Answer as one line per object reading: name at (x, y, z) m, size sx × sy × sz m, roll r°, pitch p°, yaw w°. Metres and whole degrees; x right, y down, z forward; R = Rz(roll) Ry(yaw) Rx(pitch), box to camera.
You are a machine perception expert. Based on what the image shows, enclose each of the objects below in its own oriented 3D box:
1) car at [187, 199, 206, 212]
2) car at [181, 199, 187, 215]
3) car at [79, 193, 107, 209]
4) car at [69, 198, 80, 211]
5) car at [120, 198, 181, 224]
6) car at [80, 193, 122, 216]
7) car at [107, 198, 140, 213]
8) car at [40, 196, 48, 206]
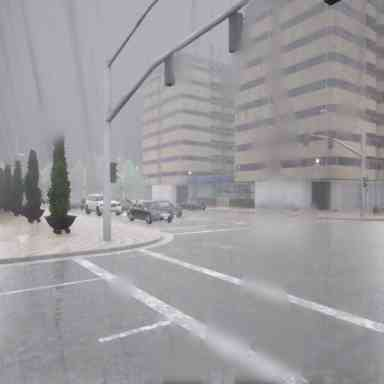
car at (-0.186, 1.525, 39.114) m, size 1.812 × 1.442 × 4.674 m, roll 0°, pitch 0°, yaw -35°
car at (-2.711, 1.526, 30.156) m, size 1.812 × 1.442 × 4.674 m, roll 0°, pitch 0°, yaw -35°
car at (-13.708, 1.221, 45.944) m, size 2.150 × 2.045 × 5.566 m, roll 0°, pitch 0°, yaw -34°
car at (-14.879, 1.526, 41.461) m, size 1.812 × 1.442 × 4.674 m, roll 0°, pitch 0°, yaw -35°
car at (-3.197, 1.491, 24.737) m, size 2.128 × 1.511 × 4.902 m, roll 0°, pitch 0°, yaw -35°
car at (-8.847, 1.222, 32.827) m, size 2.150 × 2.045 × 5.566 m, roll 0°, pitch 0°, yaw -35°
car at (-7.810, 1.505, 37.460) m, size 1.837 × 1.490 × 4.892 m, roll 0°, pitch 0°, yaw -35°
car at (-23.527, 1.396, 54.019) m, size 1.882 × 1.535 × 5.008 m, roll 0°, pitch 0°, yaw -35°
